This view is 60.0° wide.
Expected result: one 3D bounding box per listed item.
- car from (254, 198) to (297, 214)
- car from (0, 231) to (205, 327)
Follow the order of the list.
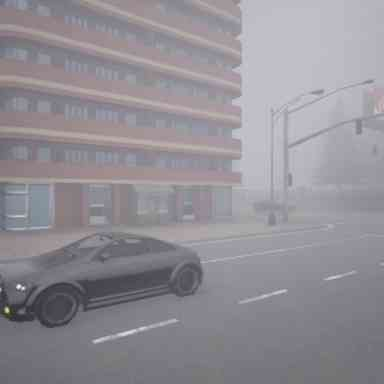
[{"bbox_3d":[8.953,1.475,35.987,1.882,1.535,5.008,0,0,-36],"label":"car"},{"bbox_3d":[-1.771,1.563,7.038,4.181,1.385,1.994,0,0,-36],"label":"car"}]
